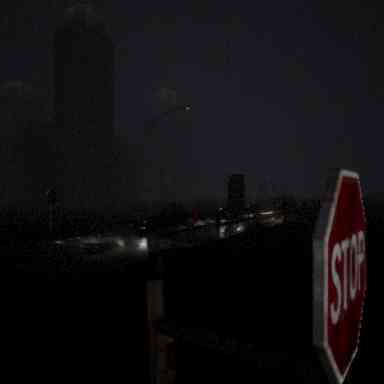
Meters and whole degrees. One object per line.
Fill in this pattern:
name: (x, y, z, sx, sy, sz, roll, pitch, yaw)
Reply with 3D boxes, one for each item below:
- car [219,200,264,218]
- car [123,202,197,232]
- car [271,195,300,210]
car: (4.059, 1.348, 27.028, 1.895, 1.301, 4.718, 0, 1, 35)
car: (-1.673, 1.366, 18.878, 1.882, 1.535, 5.008, 0, 1, 35)
car: (10.025, 1.094, 35.502, 2.128, 1.511, 4.902, 0, 1, 35)
